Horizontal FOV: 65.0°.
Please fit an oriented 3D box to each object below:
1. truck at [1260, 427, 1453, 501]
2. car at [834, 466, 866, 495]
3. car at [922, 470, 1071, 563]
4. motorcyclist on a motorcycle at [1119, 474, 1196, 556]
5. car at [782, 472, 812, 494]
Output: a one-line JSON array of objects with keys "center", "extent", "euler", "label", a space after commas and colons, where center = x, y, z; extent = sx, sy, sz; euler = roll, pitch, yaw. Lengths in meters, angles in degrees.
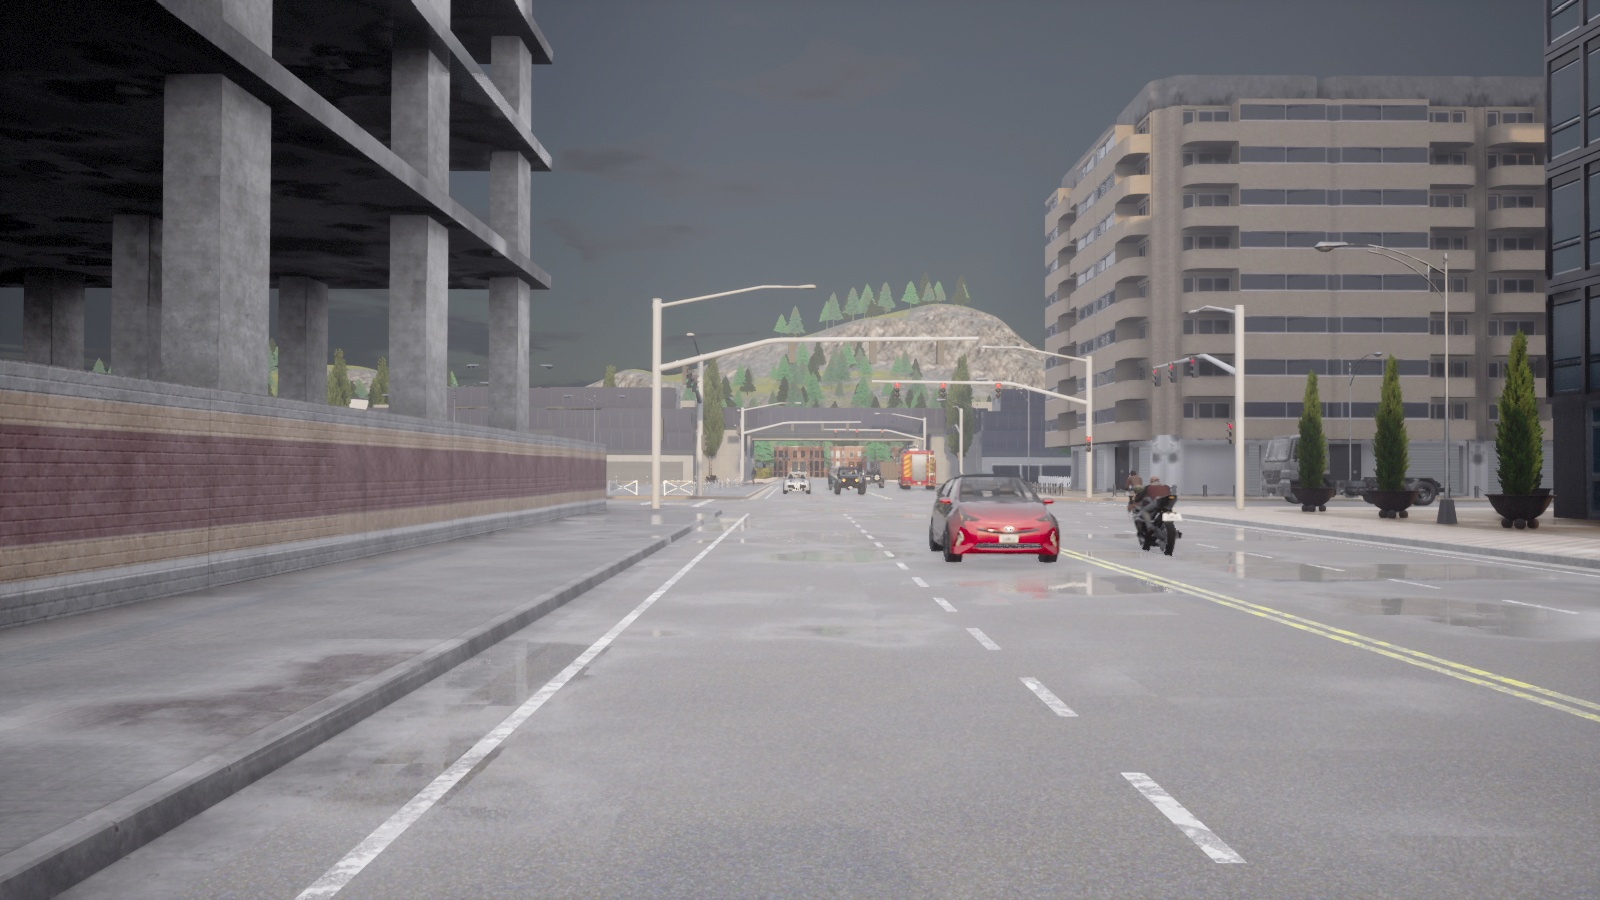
[{"center": [26.523, 0.678, 60.098], "extent": [7.936, 3.462, 2.891], "euler": [0, -1, 0], "label": "truck"}, {"center": [3.306, 1.995, 83.468], "extent": [1.905, 1.878, 3.866], "euler": [0, -1, 0], "label": "car"}, {"center": [3.447, 1.131, 22.898], "extent": [2.007, 1.525, 4.514], "euler": [0, -1, 0], "label": "car"}, {"center": [6.943, 1.233, 24.516], "extent": [0.866, 1.530, 2.191], "euler": [0, -1, 0], "label": "motorcyclist on a motorcycle"}, {"center": [-0.198, 2.212, 85.475], "extent": [1.970, 1.475, 3.806], "euler": [0, -1, 0], "label": "car"}]
